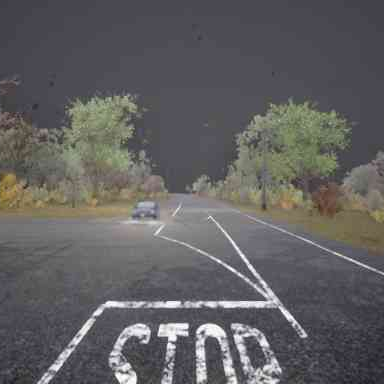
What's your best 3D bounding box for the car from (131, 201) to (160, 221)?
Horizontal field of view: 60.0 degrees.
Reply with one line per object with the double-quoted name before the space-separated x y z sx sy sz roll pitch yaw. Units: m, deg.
"car" -3.534 1.444 26.263 1.812 1.442 4.674 1 -1 0
